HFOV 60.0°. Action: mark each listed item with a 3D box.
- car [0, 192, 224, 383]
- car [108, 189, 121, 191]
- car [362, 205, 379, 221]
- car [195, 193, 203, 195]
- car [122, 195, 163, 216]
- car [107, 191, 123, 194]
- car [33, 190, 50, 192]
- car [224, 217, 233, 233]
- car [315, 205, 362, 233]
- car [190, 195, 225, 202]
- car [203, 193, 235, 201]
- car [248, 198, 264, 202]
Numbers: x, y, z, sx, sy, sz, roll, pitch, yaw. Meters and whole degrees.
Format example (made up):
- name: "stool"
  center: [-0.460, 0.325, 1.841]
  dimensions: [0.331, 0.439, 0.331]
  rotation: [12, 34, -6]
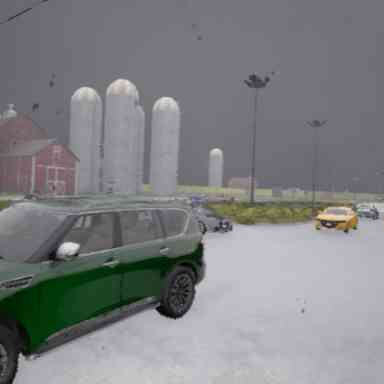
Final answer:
- name: "car"
  center: [-1.883, 1.113, 5.109]
  dimensions: [2.150, 2.045, 5.566]
  rotation: [3, 0, 34]
- name: "car"
  center: [-12.032, 0.487, 53.136]
  dimensions: [3.866, 1.878, 1.905]
  rotation: [3, 0, 34]
- name: "car"
  center: [17.761, 2.032, 33.716]
  dimensions: [1.812, 1.442, 4.674]
  rotation: [3, 0, 35]
- name: "car"
  center: [1.538, 1.078, 73.173]
  dimensions: [4.611, 1.667, 2.242]
  rotation: [3, 0, 34]
- name: "car"
  center: [-4.179, 1.122, 29.146]
  dimensions: [1.882, 1.535, 5.008]
  rotation: [2, 0, 12]
- name: "car"
  center: [-7.825, 0.978, 35.428]
  dimensions: [3.905, 1.438, 1.784]
  rotation: [3, 0, 34]
- name: "car"
  center: [-19.132, 0.464, 41.659]
  dimensions: [4.193, 1.474, 1.816]
  rotation: [3, 0, 34]
- name: "car"
  center: [0.198, 1.456, 18.063]
  dimensions: [4.181, 1.385, 1.994]
  rotation: [3, 1, 44]
- name: "car"
  center: [9.605, 1.728, 21.901]
  dimensions: [1.882, 1.535, 5.008]
  rotation: [3, 0, 35]
- name: "car"
  center: [1.758, 1.412, 40.987]
  dimensions: [1.895, 1.301, 4.718]
  rotation: [3, 0, 34]
- name: "car"
  center: [4.643, 1.155, 54.134]
  dimensions: [4.605, 1.855, 1.932]
  rotation: [3, 0, 34]
- name: "car"
  center: [10.179, 1.642, 52.921]
  dimensions: [1.994, 1.385, 4.181]
  rotation: [3, 0, 42]
